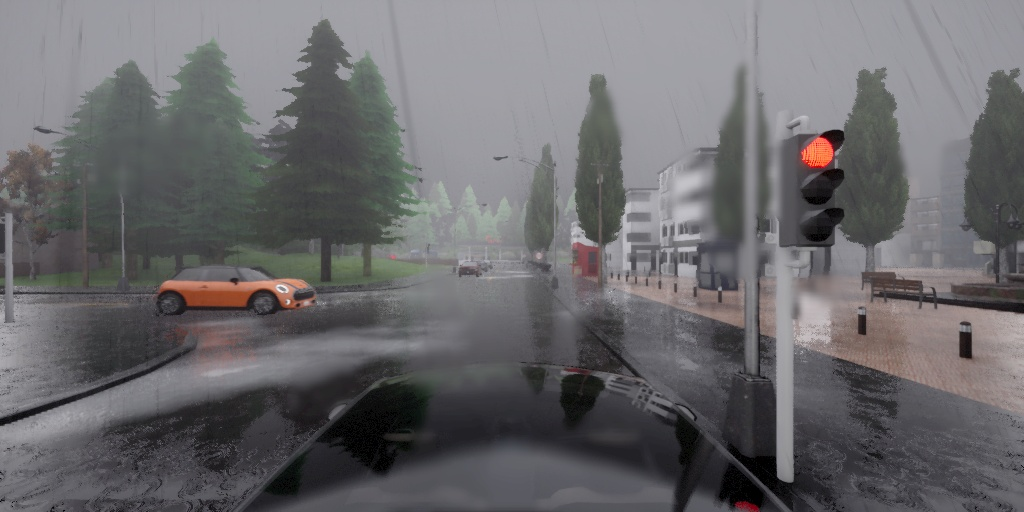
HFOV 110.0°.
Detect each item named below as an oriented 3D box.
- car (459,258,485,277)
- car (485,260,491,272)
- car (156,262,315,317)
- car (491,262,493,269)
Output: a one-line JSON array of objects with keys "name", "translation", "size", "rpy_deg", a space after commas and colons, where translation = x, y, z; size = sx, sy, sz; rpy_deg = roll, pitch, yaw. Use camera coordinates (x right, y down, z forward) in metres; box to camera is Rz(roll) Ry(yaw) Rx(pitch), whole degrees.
[{"name": "car", "translation": [-4.095, 1.228, 35.729], "size": [1.882, 1.535, 5.008], "rpy_deg": [0, 0, 0]}, {"name": "car", "translation": [-4.081, 1.314, 45.649], "size": [1.994, 1.385, 4.181], "rpy_deg": [0, 0, 0]}, {"name": "car", "translation": [-9.617, 1.102, 12.785], "size": [4.553, 1.767, 2.097], "rpy_deg": [0, 0, -2]}, {"name": "car", "translation": [-4.039, 1.276, 55.776], "size": [1.812, 1.442, 4.674], "rpy_deg": [0, 0, 0]}]
